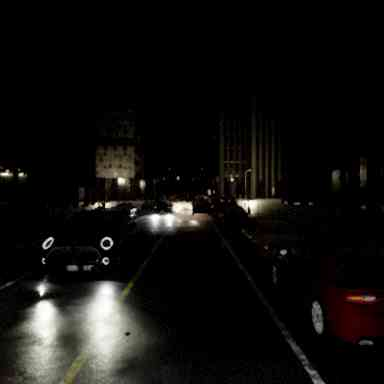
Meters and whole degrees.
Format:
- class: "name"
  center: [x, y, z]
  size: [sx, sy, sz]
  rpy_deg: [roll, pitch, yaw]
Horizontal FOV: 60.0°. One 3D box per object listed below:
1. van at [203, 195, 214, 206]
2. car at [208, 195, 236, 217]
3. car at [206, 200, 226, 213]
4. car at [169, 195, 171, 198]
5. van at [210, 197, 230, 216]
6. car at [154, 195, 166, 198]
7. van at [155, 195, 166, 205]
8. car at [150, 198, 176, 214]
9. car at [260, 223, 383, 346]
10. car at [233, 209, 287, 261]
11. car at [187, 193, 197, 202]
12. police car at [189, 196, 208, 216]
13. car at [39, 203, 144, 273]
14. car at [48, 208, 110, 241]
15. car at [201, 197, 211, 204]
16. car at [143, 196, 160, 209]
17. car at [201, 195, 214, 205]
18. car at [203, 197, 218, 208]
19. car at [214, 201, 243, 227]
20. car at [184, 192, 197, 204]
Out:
- class: "van"
  center: [2.784, 1.458, 56.166]
  size: [1.690, 1.788, 3.998]
  rpy_deg: [0, 0, 0]
- class: "car"
  center: [2.779, 1.374, 28.539]
  size: [2.192, 1.841, 5.009]
  rpy_deg: [0, 0, 0]
- class: "car"
  center: [2.782, 1.633, 39.590]
  size: [2.008, 1.369, 4.403]
  rpy_deg: [0, 0, 0]
- class: "car"
  center: [-5.742, 1.667, 67.061]
  size: [1.752, 1.417, 4.829]
  rpy_deg: [0, 0, 0]
- class: "van"
  center: [2.780, 1.411, 34.065]
  size: [1.690, 1.788, 3.998]
  rpy_deg: [0, 0, 0]
- class: "car"
  center: [-5.748, 1.432, 56.182]
  size: [2.192, 1.841, 5.009]
  rpy_deg: [0, 0, 0]
- class: "van"
  center: [-5.745, 1.470, 61.707]
  size: [1.690, 1.788, 3.998]
  rpy_deg: [0, 0, 0]
- class: "car"
  center: [-3.081, 1.676, 36.643]
  size: [1.895, 1.301, 4.718]
  rpy_deg: [0, 0, 0]
- class: "car"
  center: [2.777, 1.558, 6.437]
  size: [1.887, 1.381, 4.507]
  rpy_deg: [0, 0, 0]
- class: "car"
  center: [2.778, 1.550, 12.133]
  size: [1.752, 1.417, 4.829]
  rpy_deg: [0, 0, 0]
- class: "car"
  center: [0.030, 1.213, 79.428]
  size: [2.150, 2.045, 5.566]
  rpy_deg: [0, 0, 0]
- class: "police car"
  center: [0.913, 1.496, 34.116]
  size: [1.930, 1.638, 5.238]
  rpy_deg: [0, 0, 0]
- class: "car"
  center: [-3.061, 1.374, 10.793]
  size: [2.097, 1.767, 4.553]
  rpy_deg: [0, 0, 0]
- class: "car"
  center: [-5.768, 1.618, 17.508]
  size: [1.802, 1.307, 4.206]
  rpy_deg: [0, 0, 0]
- class: "car"
  center: [2.786, 1.692, 67.217]
  size: [2.008, 1.369, 4.403]
  rpy_deg: [0, 0, 0]
- class: "car"
  center: [-5.753, 1.618, 44.963]
  size: [1.752, 1.417, 4.829]
  rpy_deg: [0, 0, 0]
- class: "car"
  center: [2.784, 1.444, 61.692]
  size: [2.192, 1.841, 5.009]
  rpy_deg: [0, 0, 0]
- class: "car"
  center: [2.783, 1.545, 50.641]
  size: [1.967, 1.590, 4.097]
  rpy_deg: [0, 0, 0]
- class: "car"
  center: [2.779, 1.592, 23.014]
  size: [1.887, 1.381, 4.507]
  rpy_deg: [0, 0, 0]
- class: "car"
  center: [0.026, 1.236, 68.684]
  size: [2.150, 2.045, 5.566]
  rpy_deg: [0, 0, 0]
